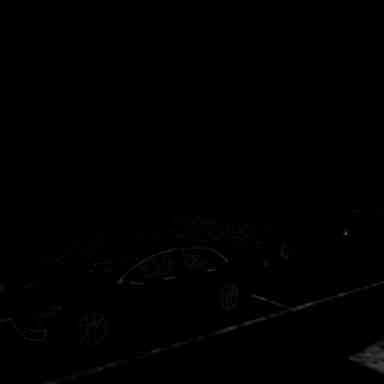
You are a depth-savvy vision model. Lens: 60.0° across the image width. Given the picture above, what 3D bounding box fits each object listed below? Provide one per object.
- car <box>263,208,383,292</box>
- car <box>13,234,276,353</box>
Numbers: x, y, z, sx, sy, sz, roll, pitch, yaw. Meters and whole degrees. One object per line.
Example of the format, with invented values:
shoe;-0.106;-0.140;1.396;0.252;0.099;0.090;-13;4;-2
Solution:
car;3.792;1.395;9.343;5.009;1.841;2.192;1;0;-35
car;-0.779;1.577;6.088;4.403;1.369;2.008;1;0;-35
